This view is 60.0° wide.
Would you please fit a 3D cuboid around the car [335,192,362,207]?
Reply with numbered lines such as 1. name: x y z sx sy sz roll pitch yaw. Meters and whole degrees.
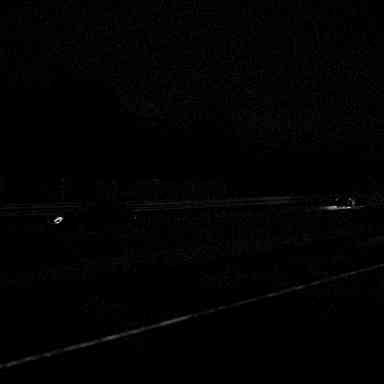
1. car: 20.293 0.898 42.478 4.553 1.767 2.097 -1 1 -37

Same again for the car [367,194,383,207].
1. car: 24.036 1.021 41.515 4.674 1.442 1.812 -1 1 -34

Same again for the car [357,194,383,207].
1. car: 16.518 1.207 28.167 5.008 1.535 1.882 -1 1 -34

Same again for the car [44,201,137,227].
1. car: -5.238 1.338 17.413 4.553 1.767 2.097 0 0 -35
